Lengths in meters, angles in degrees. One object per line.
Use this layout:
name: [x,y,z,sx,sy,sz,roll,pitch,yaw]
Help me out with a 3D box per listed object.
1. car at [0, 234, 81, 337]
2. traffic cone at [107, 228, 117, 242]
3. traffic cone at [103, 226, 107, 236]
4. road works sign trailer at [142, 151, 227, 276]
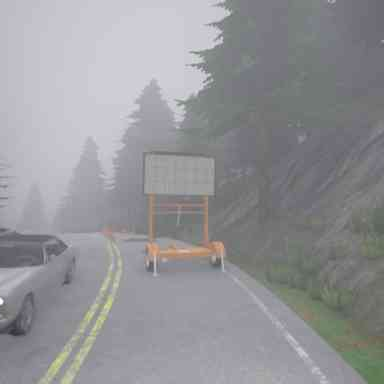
car: [-3.667,1.599,6.683,1.895,1.301,4.718,0,0,-7]
traffic cone: [-4.008,2.208,16.849,0.340,0.580,0.340,2,-3,-19]
traffic cone: [-4.651,2.314,18.742,0.340,0.580,0.340,2,-4,-19]
road works sign trailer: [-0.445,0.536,10.676,2.380,3.560,2.880,1,-1,-18]
